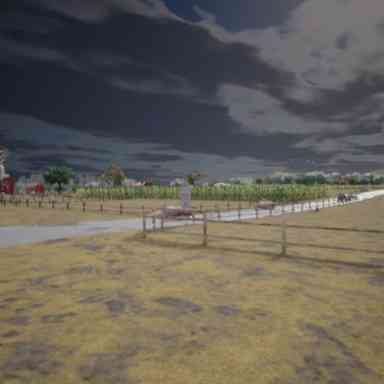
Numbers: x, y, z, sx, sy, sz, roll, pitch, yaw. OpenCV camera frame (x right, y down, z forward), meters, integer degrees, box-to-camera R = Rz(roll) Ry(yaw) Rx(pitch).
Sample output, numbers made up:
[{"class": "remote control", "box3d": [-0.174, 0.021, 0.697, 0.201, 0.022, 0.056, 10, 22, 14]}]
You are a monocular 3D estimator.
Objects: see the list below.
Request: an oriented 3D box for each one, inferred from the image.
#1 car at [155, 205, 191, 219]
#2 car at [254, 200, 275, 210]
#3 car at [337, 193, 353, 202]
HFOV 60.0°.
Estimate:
[{"class": "car", "box3d": [-1.967, 2.083, 35.164, 1.812, 1.442, 4.674, -1, -2, 36]}, {"class": "car", "box3d": [11.773, 2.132, 53.955, 1.882, 1.535, 5.008, -1, -1, 36]}, {"class": "car", "box3d": [38.851, 1.364, 85.329, 2.150, 2.045, 5.566, -1, 0, 36]}]
